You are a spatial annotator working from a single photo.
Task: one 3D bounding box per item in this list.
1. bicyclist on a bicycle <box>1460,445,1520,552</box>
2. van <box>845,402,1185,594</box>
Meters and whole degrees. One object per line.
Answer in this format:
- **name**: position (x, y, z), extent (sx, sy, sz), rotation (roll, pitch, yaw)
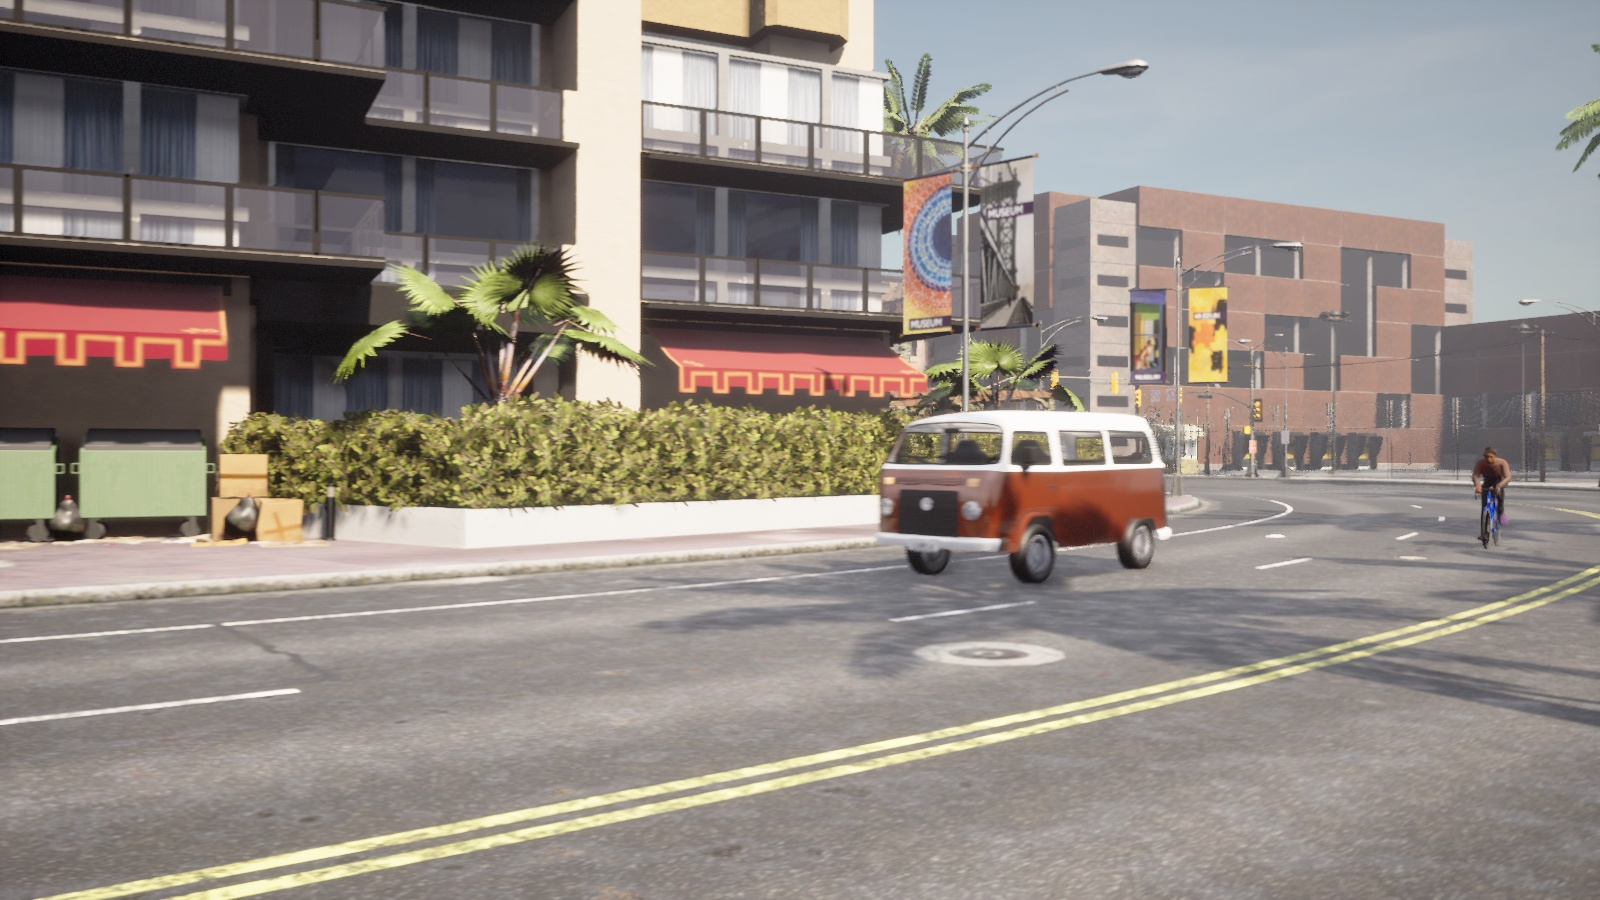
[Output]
- **bicyclist on a bicycle**: position (10.913, 0.729, 19.839), extent (0.582, 1.620, 1.656), rotation (-1, 0, 37)
- **van**: position (2.809, 0.508, 15.671), extent (2.069, 2.038, 4.480), rotation (0, 0, 43)
